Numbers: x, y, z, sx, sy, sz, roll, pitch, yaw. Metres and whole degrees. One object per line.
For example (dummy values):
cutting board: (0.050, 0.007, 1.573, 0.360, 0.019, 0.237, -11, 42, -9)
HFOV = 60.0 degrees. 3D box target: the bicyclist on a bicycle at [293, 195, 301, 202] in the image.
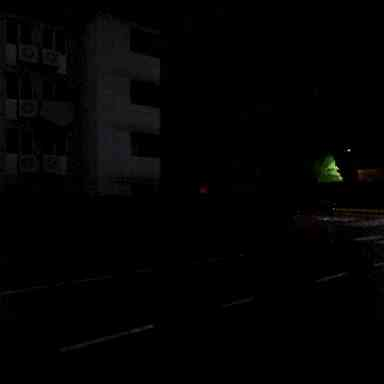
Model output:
bicyclist on a bicycle: (12.539, 1.136, 39.581, 1.656, 1.620, 0.582, 0, 0, -36)

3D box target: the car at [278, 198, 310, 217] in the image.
car: (7.977, 1.475, 30.526, 1.895, 1.301, 4.718, 0, 0, -36)

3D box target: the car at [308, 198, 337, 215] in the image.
car: (11.393, 1.348, 32.062, 2.128, 1.511, 4.902, 0, 0, -35)
